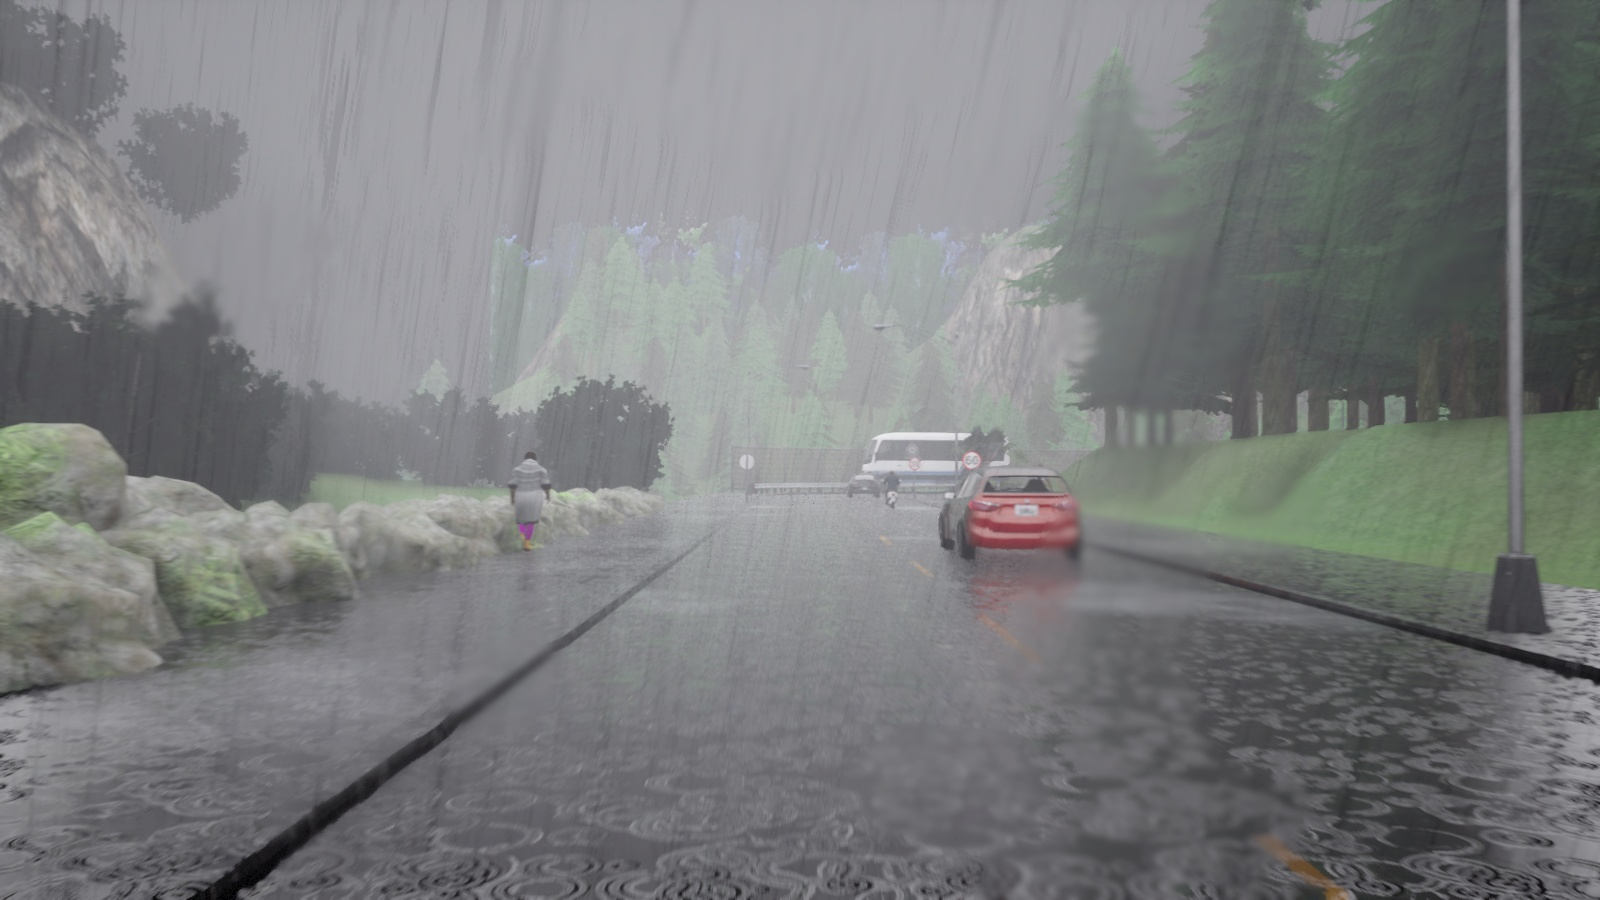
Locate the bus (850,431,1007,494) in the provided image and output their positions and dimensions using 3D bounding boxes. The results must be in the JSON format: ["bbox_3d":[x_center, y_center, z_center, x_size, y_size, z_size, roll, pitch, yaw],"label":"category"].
[{"bbox_3d":[8.861,0.867,87.594,10.273,4.253,3.944,0,-2,-6],"label":"bus"}]

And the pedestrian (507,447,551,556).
[{"bbox_3d":[-4.918,0.926,22.859,0.659,1.952,0.873,0,-1,-4],"label":"pedestrian"}]

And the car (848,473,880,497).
[{"bbox_3d":[3.868,2.098,76.187,1.812,1.442,4.674,0,-1,1],"label":"car"}]

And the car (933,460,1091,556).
[{"bbox_3d":[3.943,1.046,24.175,2.242,1.667,4.611,0,-1,0],"label":"car"}]

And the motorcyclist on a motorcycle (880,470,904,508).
[{"bbox_3d":[3.875,1.640,53.120,0.866,1.590,1.817,0,-1,0],"label":"motorcyclist on a motorcycle"}]
